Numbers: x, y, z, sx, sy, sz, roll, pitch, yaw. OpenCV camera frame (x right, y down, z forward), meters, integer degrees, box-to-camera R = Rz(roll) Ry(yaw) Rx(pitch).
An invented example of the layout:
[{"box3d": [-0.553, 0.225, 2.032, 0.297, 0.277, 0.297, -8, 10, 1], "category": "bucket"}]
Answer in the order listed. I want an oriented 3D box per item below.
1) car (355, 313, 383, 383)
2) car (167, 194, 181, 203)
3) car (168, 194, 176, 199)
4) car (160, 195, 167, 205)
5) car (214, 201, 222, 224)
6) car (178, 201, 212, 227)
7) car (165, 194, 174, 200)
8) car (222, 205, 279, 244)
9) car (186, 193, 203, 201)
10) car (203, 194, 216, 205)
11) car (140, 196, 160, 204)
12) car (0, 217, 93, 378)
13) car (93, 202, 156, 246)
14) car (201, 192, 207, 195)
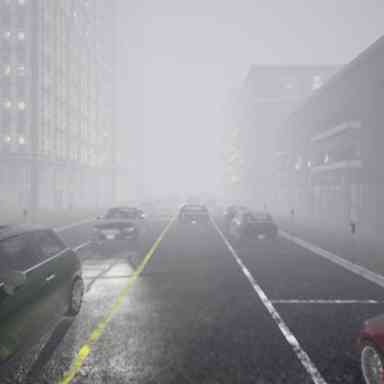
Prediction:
[{"box3d": [2.742, 1.573, 2.179, 1.802, 1.307, 4.206, 0, 0, 0], "category": "car"}, {"box3d": [-3.026, 1.131, 60.031, 2.097, 1.767, 4.553, 0, 0, 1], "category": "car"}, {"box3d": [-5.662, 1.224, 94.177, 2.008, 1.369, 4.403, 0, 0, 0], "category": "car"}, {"box3d": [-5.673, 1.341, 54.638, 1.887, 1.381, 4.507, 0, 0, 0], "category": "car"}, {"box3d": [2.698, 1.469, 20.744, 2.008, 1.369, 4.403, 0, 0, 0], "category": "car"}, {"box3d": [0.106, 1.514, 22.208, 1.895, 1.301, 4.718, 0, 0, 0], "category": "car"}, {"box3d": [-5.666, 1.272, 82.880, 1.947, 1.339, 4.313, 0, 0, 0], "category": "car"}, {"box3d": [2.696, 1.491, 15.096, 2.008, 1.369, 4.403, 0, 0, 0], "category": "car"}, {"box3d": [0.112, 1.303, 46.100, 1.882, 1.535, 5.008, 0, 0, 0], "category": "car"}, {"box3d": [2.706, 1.398, 48.987, 1.802, 1.307, 4.206, 0, 0, 0], "category": "car"}, {"box3d": [-5.676, 1.386, 43.341, 2.008, 1.369, 4.403, 0, 0, 0], "category": "car"}, {"box3d": [-3.094, 1.334, 4.401, 2.097, 1.767, 4.553, 0, 0, 0], "category": "car"}, {"box3d": [-3.086, 1.433, 15.037, 2.128, 1.511, 4.902, 0, 0, 0], "category": "car"}, {"box3d": [2.707, 1.237, 54.635, 1.967, 1.590, 4.097, 0, 0, 0], "category": "car"}]
